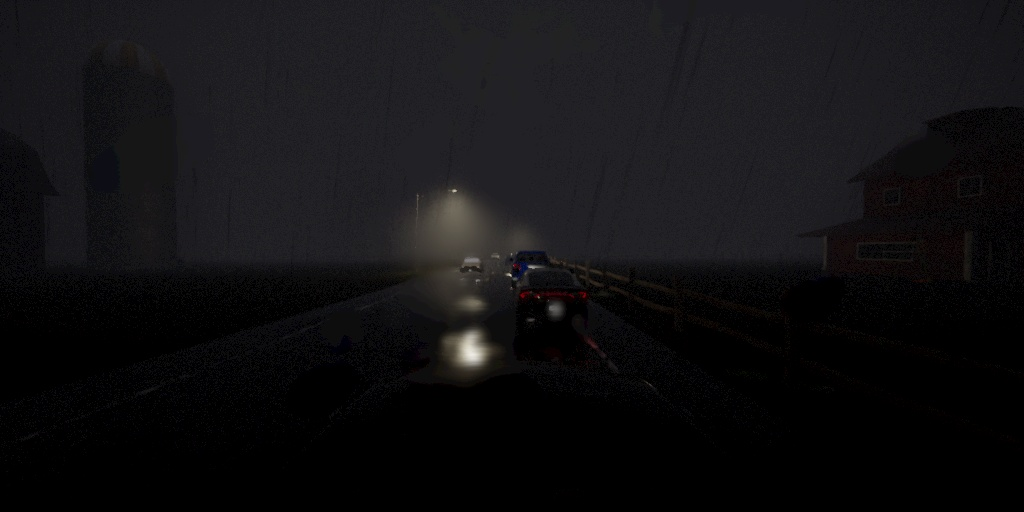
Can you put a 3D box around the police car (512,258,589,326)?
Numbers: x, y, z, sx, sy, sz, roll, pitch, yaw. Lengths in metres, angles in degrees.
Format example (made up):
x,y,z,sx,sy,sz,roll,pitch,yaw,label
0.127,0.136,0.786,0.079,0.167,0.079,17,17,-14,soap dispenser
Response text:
x,y,z,sx,sy,sz,roll,pitch,yaw,label
1.048,1.032,11.183,1.930,1.638,5.238,0,1,0,police car

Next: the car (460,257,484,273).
x,y,z,sx,sy,sz,roll,pitch,yaw,label
-3.603,0.833,33.567,2.033,1.411,5.357,0,1,0,car

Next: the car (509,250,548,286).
x,y,z,sx,sy,sz,roll,pitch,yaw,label
1.047,0.686,21.101,2.150,2.045,5.566,0,1,0,car

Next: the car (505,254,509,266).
x,y,z,sx,sy,sz,roll,pitch,yaw,label
0.021,0.535,50.354,1.882,1.535,5.008,0,1,0,car
